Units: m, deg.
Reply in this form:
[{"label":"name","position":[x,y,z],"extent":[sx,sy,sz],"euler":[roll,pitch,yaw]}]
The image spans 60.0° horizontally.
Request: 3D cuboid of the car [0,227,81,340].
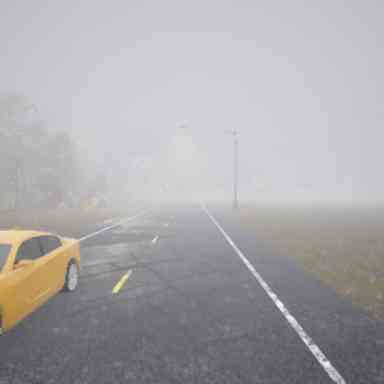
[{"label":"car","position":[-3.600,1.478,6.003],"extent":[1.882,1.535,5.008],"euler":[0,0,0]}]
